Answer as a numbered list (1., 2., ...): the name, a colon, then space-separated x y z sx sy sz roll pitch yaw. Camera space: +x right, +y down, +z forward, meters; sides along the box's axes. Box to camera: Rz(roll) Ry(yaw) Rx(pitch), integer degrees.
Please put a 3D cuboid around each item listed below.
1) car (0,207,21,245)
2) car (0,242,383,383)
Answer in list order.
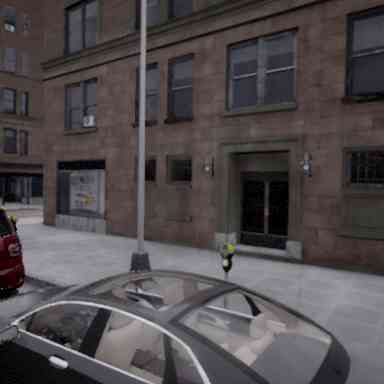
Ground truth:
1. car: -5.233 1.070 6.365 5.009 1.841 2.192 2 2 34
2. car: -0.547 1.466 3.166 4.403 1.369 2.008 2 2 34
